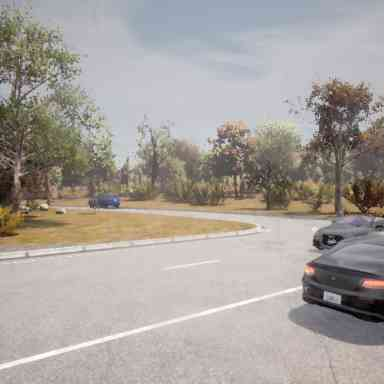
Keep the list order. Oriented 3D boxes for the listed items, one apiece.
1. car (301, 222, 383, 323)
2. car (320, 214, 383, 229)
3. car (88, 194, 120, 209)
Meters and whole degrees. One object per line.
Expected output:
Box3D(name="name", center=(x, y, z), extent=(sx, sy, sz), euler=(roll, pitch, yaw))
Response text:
Box3D(name="car", center=(4.103, 1.526, 6.677), extent=(4.674, 1.442, 1.812), euler=(0, 0, -36))
Box3D(name="car", center=(6.558, 1.564, 12.881), extent=(4.181, 1.385, 1.994), euler=(0, 0, -35))
Box3D(name="car", center=(-12.709, 1.352, 48.038), extent=(5.566, 2.045, 2.150), euler=(-1, -1, 39))
